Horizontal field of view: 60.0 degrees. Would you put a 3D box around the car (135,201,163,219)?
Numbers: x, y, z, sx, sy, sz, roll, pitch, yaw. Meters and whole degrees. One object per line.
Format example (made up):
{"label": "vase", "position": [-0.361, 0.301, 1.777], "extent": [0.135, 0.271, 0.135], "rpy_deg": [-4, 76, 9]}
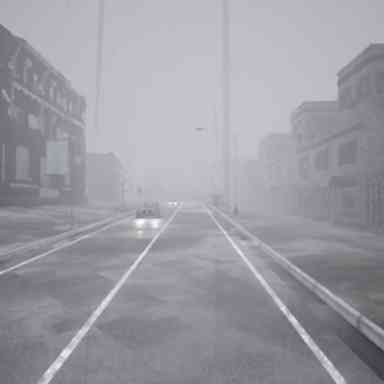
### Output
{"label": "car", "position": [-3.564, 1.488, 28.396], "extent": [1.994, 1.385, 4.181], "rpy_deg": [0, 0, 0]}

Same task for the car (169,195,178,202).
{"label": "car", "position": [-3.912, 1.336, 68.966], "extent": [2.128, 1.511, 4.902], "rpy_deg": [0, 0, -4]}
